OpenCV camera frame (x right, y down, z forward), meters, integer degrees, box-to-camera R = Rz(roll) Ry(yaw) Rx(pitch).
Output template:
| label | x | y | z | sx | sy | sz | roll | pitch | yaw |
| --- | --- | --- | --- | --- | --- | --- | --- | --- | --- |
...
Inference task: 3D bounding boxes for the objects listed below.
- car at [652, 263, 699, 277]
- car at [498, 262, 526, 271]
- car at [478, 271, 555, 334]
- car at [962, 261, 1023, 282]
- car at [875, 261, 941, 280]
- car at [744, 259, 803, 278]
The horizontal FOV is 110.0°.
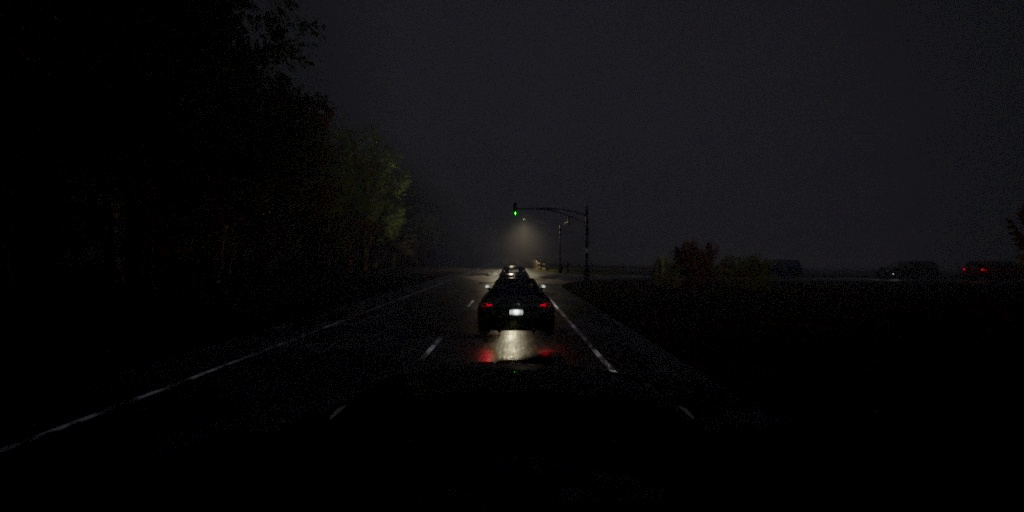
| label | x | y | z | sx | sy | sz | roll | pitch | yaw |
| --- | --- | --- | --- | --- | --- | --- | --- | --- | --- |
| car | 18.011 | 1.519 | 39.504 | 4.902 | 1.511 | 2.128 | 1 | -1 | 1 |
| car | 0.106 | 1.315 | 21.899 | 2.033 | 1.411 | 5.357 | 0 | 0 | 0 |
| car | 0.103 | 1.322 | 10.642 | 1.994 | 1.385 | 4.181 | 0 | 0 | 0 |
| car | 48.559 | 1.519 | 35.742 | 5.566 | 2.045 | 2.150 | 1 | -1 | 0 |
| car | 43.388 | 1.526 | 39.349 | 5.566 | 2.045 | 2.150 | 1 | -1 | 0 |
| car | 28.739 | 1.366 | 39.436 | 5.566 | 2.045 | 2.150 | 1 | -1 | 1 |
